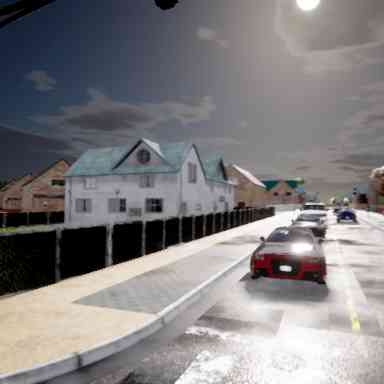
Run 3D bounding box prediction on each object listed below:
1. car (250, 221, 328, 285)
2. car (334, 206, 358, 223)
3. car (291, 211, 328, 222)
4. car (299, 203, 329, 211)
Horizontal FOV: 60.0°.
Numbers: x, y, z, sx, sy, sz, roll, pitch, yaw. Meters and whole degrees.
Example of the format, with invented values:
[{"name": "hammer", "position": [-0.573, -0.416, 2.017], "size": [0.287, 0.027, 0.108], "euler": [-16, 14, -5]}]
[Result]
[{"name": "car", "position": [3.134, 1.819, 10.391], "size": [1.994, 1.385, 4.181], "euler": [-1, -2, 22]}, {"name": "car", "position": [16.394, 2.427, 35.325], "size": [1.812, 1.442, 4.674], "euler": [-1, -2, 22]}, {"name": "car", "position": [6.851, 2.052, 19.609], "size": [1.994, 1.385, 4.181], "euler": [-1, -2, 21]}, {"name": "car", "position": [10.816, 1.968, 29.380], "size": [2.150, 2.045, 5.566], "euler": [-1, -2, 22]}]
